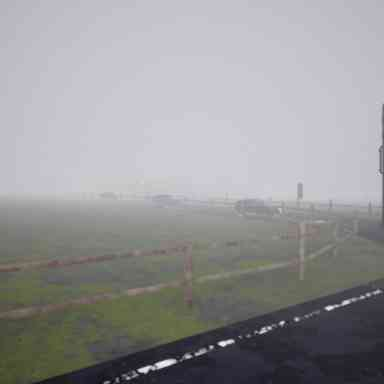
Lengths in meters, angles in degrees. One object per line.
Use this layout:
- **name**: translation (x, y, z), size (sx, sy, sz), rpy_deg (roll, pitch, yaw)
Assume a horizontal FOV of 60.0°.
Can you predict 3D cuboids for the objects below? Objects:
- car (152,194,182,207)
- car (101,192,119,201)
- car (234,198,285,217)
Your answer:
- **car**: translation (-3.100, 1.006, 41.237), size (1.882, 1.535, 5.008), rpy_deg (1, 1, -35)
- **car**: translation (-14.103, 0.745, 56.852), size (1.837, 1.490, 4.892), rpy_deg (1, 1, -35)
- **car**: translation (5.780, 1.297, 28.762), size (2.128, 1.511, 4.902), rpy_deg (1, 1, -35)
